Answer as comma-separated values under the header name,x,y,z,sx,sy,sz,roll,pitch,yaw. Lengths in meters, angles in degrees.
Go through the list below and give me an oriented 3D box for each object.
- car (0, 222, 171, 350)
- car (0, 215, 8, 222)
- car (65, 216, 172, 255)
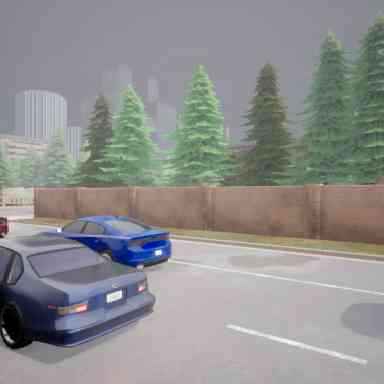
name,x,y,z,sx,sy,sz,roll,pitch,yaw
car,-3.160,1.547,6.237,5.357,1.411,2.033,0,0,35
car,-10.746,1.478,15.945,5.008,1.535,1.882,0,0,35
car,-2.915,1.478,10.367,5.008,1.535,1.882,0,0,35
